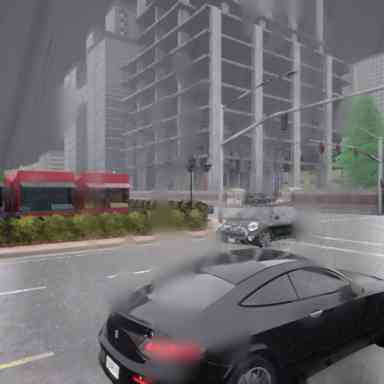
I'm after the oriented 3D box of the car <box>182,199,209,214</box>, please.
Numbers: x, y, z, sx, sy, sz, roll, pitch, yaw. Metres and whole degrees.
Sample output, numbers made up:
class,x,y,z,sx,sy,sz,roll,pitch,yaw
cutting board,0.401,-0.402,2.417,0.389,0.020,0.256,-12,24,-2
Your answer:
class,x,y,z,sx,sy,sz,roll,pitch,yaw
car,0.153,1.422,32.048,1.882,1.535,5.008,0,0,-36

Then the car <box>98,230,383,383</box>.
class,x,y,z,sx,sy,sz,roll,pitch,yaw
car,1.105,1.526,4.573,4.674,1.442,1.812,0,0,-35

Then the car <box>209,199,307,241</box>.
class,x,y,z,sx,sy,sz,roll,pitch,yaw
car,3.218,1.354,14.893,4.553,1.767,2.097,0,0,-43

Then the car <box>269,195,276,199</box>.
class,x,y,z,sx,sy,sz,roll,pitch,yaw
car,13.210,1.113,59.359,1.905,1.878,3.866,0,0,-36

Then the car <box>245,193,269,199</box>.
class,x,y,z,sx,sy,sz,roll,pitch,yaw
car,10.822,1.113,57.643,1.905,1.878,3.866,0,0,-36
